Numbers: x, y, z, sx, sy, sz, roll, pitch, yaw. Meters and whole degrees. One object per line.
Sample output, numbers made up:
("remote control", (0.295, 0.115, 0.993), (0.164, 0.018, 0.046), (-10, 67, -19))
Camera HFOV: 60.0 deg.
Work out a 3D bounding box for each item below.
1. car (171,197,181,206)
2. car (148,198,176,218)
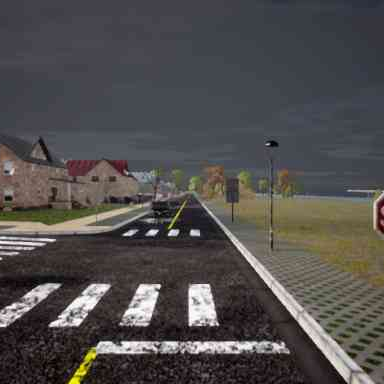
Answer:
("car", (-2.815, 1.537, 54.264), (2.033, 1.411, 5.357), (0, 0, 0))
("car", (-2.787, 1.559, 30.433), (1.837, 1.490, 4.892), (0, 0, 0))
